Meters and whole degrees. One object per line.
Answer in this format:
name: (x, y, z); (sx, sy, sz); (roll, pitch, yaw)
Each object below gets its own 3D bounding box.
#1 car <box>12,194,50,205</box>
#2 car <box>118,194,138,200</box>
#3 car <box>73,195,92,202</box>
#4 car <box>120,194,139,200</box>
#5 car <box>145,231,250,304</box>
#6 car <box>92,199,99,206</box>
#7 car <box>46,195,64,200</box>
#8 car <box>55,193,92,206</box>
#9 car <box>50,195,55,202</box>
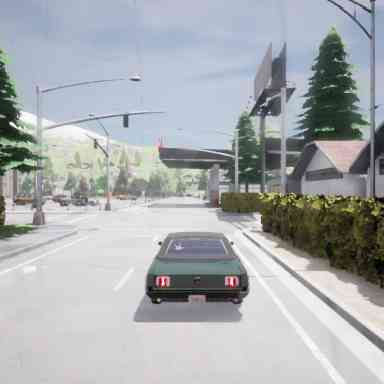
car: (-24.637, 1.097, 50.518); (4.605, 1.855, 1.932); (0, 0, 0)
car: (-16.394, 1.330, 84.859); (5.027, 1.636, 2.152); (0, 0, 0)
car: (-24.004, 1.319, 72.971); (3.633, 1.501, 1.845); (0, 0, 0)
car: (-16.463, 1.339, 87.995); (4.514, 1.523, 2.007); (0, 0, 0)
car: (0.099, 1.601, 8.088); (1.895, 1.301, 4.718); (0, 0, 0)
car: (-16.158, 1.361, 50.602); (3.806, 1.475, 1.970); (0, 0, 0)
car: (-35.060, 1.384, 84.905); (3.806, 1.475, 1.970); (0, 0, 0)
car: (-16.751, 1.077, 47.274); (3.866, 1.878, 1.905); (0, 0, 0)
car: (-23.992, 1.298, 62.979); (4.514, 1.523, 2.007); (0, 0, 0)
